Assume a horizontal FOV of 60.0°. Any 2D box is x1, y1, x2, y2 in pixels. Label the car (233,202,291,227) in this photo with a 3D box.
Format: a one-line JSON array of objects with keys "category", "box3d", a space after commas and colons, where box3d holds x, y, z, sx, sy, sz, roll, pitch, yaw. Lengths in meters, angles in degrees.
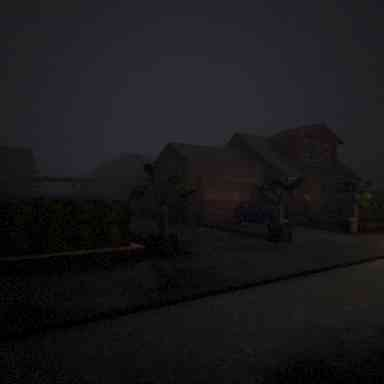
[{"category": "car", "box3d": [4.341, 1.350, 20.561, 1.845, 1.501, 3.633, 1, 0, -38]}]
